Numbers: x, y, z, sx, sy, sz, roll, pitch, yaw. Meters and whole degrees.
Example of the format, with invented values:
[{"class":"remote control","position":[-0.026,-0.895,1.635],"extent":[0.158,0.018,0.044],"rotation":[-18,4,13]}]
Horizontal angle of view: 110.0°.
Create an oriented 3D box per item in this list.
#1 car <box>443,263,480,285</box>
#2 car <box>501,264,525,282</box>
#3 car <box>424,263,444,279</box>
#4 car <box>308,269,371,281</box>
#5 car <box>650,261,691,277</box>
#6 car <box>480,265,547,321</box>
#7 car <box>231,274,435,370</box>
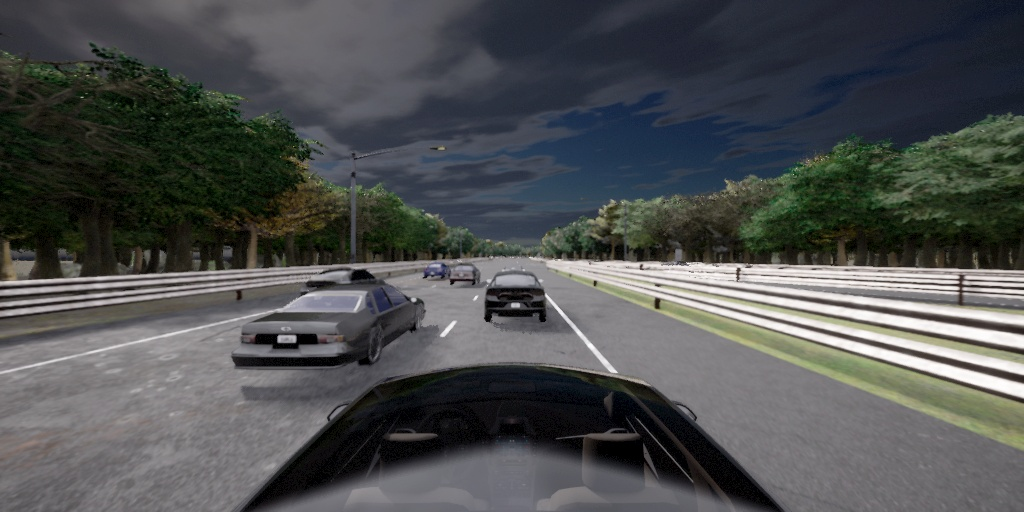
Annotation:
[{"class":"car","position":[-3.378,1.326,26.583],"extent":[2.033,1.411,5.357],"rotation":[1,0,0]},{"class":"car","position":[0.111,1.396,30.697],"extent":[1.895,1.301,4.718],"rotation":[0,0,0]},{"class":"car","position":[-6.890,1.328,33.312],"extent":[1.812,1.442,4.674],"rotation":[0,0,0]},{"class":"car","position":[-6.895,1.273,15.163],"extent":[1.837,1.490,4.892],"rotation":[0,0,0]},{"class":"car","position":[16.572,1.370,37.762],"extent":[2.033,1.649,4.856],"rotation":[0,0,-17]},{"class":"car","position":[0.103,1.243,12.580],"extent":[1.882,1.535,5.008],"rotation":[0,0,0]},{"class":"car","position":[-3.393,1.305,7.932],"extent":[2.033,1.411,5.357],"rotation":[0,0,0]}]
